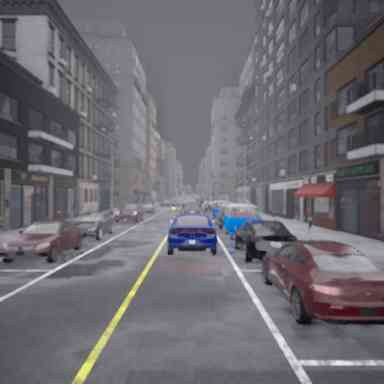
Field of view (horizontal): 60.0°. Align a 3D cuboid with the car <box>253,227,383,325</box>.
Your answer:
[{"bbox_3d":[2.636,1.658,7.011,1.802,1.307,4.206,0,-1,0],"label":"car"}]

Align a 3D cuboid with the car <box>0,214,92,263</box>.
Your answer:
[{"bbox_3d":[-5.390,1.718,12.519,1.802,1.307,4.206,0,-1,0],"label":"car"}]

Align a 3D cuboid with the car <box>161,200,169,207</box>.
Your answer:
[{"bbox_3d":[-5.396,2.321,67.625,1.887,1.381,4.507,0,-1,0],"label":"car"}]

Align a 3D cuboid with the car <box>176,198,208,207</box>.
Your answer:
[{"bbox_3d":[0.018,1.668,28.414,2.097,1.767,4.553,0,-1,0],"label":"car"}]

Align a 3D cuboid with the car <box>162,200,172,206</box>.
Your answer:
[{"bbox_3d":[-5.396,2.406,73.135,1.947,1.339,4.313,0,-1,0],"label":"car"}]

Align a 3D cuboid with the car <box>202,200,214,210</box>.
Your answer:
[{"bbox_3d":[2.744,2.175,56.653,1.812,1.442,4.674,0,-1,0],"label":"car"}]

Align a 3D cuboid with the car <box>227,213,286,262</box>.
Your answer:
[{"bbox_3d":[2.635,1.702,12.521,1.947,1.339,4.313,0,-1,0],"label":"car"}]

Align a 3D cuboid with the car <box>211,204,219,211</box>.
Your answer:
[{"bbox_3d":[2.634,1.811,23.542,2.008,1.369,4.403,0,-1,0],"label":"car"}]

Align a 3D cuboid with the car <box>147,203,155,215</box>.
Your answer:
[{"bbox_3d":[-5.393,2.004,40.072,2.008,1.369,4.403,0,-1,0],"label":"car"}]

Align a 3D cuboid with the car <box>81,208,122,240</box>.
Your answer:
[{"bbox_3d":[-5.390,1.748,18.030,2.008,1.369,4.403,0,-1,0],"label":"car"}]

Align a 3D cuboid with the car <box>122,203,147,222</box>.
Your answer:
[{"bbox_3d":[-5.392,1.764,29.052,1.967,1.590,4.097,0,-1,0],"label":"car"}]

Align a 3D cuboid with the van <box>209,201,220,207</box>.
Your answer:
[{"bbox_3d":[2.633,1.665,29.054,1.690,1.788,3.998,0,-1,0],"label":"van"}]

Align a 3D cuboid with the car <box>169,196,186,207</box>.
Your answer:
[{"bbox_3d":[-2.775,2.103,65.375,2.097,1.767,4.553,0,-1,0],"label":"car"}]

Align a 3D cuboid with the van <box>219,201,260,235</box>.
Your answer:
[{"bbox_3d":[2.634,1.539,18.033,1.690,1.788,3.998,0,-1,0],"label":"van"}]

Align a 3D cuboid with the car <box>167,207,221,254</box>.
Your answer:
[{"bbox_3d":[0.026,1.633,14.241,1.882,1.535,5.008,0,0,0],"label":"car"}]

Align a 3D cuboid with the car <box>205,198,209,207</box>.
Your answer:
[{"bbox_3d":[2.631,1.959,45.584,1.967,1.590,4.097,0,-1,0],"label":"car"}]
